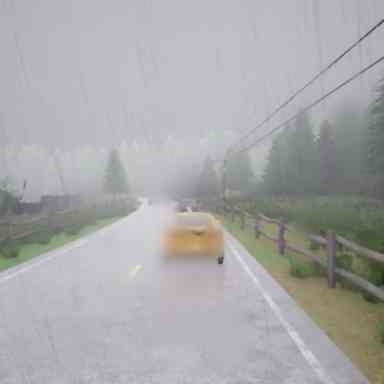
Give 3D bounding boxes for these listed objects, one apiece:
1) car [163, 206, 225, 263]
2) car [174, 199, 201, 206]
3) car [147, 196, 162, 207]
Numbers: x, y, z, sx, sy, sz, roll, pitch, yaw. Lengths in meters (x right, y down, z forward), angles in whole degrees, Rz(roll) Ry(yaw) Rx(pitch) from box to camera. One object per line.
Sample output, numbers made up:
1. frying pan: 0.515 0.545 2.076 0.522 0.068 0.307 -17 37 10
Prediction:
1. car: 0.048 1.455 11.939 1.882 1.535 5.008 0 -1 0
2. car: -0.329 1.301 26.113 2.097 1.767 4.553 0 0 -2
3. car: -5.744 1.410 50.374 1.837 1.490 4.892 0 0 -7
